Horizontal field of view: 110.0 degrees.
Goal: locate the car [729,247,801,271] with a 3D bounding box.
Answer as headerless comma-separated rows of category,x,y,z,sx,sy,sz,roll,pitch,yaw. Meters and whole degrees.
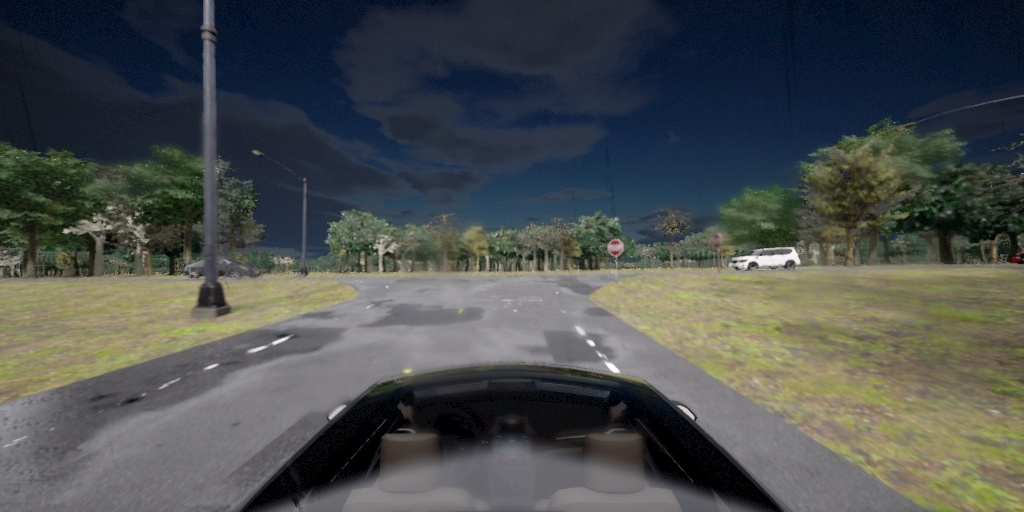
car,22.547,0.354,32.078,5.566,2.045,2.150,-3,-2,-1

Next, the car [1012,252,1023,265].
car,49.230,-0.175,32.590,5.566,2.045,2.150,-3,-2,-1

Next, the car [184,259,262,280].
car,-19.889,0.897,24.748,4.674,1.442,1.812,-1,-2,1
